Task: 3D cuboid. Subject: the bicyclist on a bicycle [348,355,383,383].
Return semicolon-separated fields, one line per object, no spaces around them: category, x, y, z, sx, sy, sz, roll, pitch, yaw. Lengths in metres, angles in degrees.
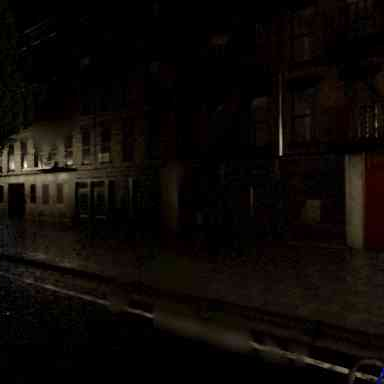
bicyclist on a bicycle;2.260;1.436;3.093;1.509;1.612;0.866;0;0;35
